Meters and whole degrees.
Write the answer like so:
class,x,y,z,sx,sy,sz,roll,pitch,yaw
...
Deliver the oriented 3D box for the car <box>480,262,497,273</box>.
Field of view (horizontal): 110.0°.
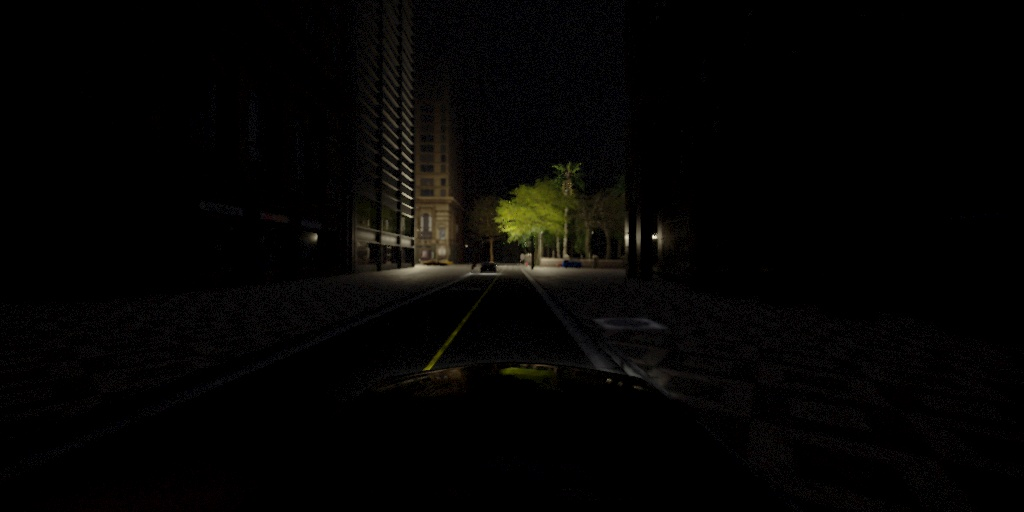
class,x,y,z,sx,sy,sz,roll,pitch,yaw
car,-3.080,1.520,47.491,1.994,1.385,4.181,0,0,0
